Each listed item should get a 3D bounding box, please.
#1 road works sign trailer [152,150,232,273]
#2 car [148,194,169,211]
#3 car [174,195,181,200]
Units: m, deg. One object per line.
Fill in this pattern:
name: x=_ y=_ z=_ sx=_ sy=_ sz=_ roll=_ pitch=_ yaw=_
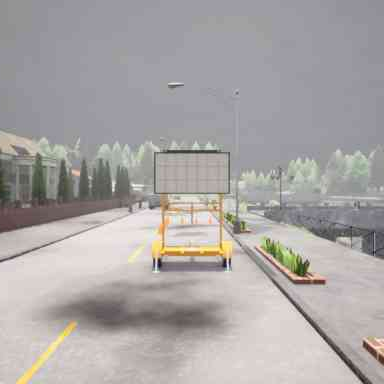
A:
road works sign trailer: x=0.003 y=0.464 z=10.659 sx=2.380 sy=3.560 sz=2.880 roll=0 pitch=0 yaw=0
car: x=-4.090 y=1.220 z=41.451 sx=2.150 sy=2.045 sz=5.566 roll=0 pitch=0 yaw=0
car: x=-3.981 y=1.569 z=90.660 sx=2.033 sy=1.411 sz=5.357 roll=0 pitch=0 yaw=0
